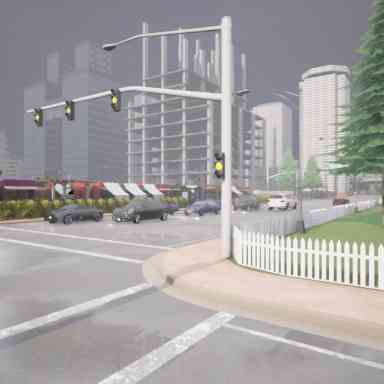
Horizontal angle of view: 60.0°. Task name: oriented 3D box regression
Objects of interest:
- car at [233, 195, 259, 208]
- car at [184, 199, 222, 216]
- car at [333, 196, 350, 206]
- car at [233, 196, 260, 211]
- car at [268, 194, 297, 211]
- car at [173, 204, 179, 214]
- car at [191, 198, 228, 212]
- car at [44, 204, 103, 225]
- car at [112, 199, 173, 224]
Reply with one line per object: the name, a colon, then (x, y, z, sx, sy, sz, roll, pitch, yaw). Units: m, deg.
car: (7.945, 1.352, 48.751, 2.097, 1.767, 4.553, 0, 0, 35)
car: (1.078, 1.526, 32.421, 1.812, 1.442, 4.674, 0, 0, 34)
car: (24.122, 1.478, 53.636, 1.882, 1.535, 5.008, 0, 0, 34)
car: (6.715, 1.505, 40.747, 1.837, 1.490, 4.892, 0, 0, 34)
car: (11.130, 1.221, 40.689, 2.150, 2.045, 5.566, 0, 0, 34)
car: (-3.405, 1.547, 32.064, 2.033, 1.411, 5.357, 0, 0, 34)
car: (2.242, 1.547, 40.399, 2.033, 1.411, 5.357, 0, 0, 34)
car: (-8.588, 1.564, 24.410, 1.994, 1.385, 4.181, 0, 0, 34)
car: (-3.874, 1.352, 25.127, 2.097, 1.767, 4.553, 0, 0, 34)
